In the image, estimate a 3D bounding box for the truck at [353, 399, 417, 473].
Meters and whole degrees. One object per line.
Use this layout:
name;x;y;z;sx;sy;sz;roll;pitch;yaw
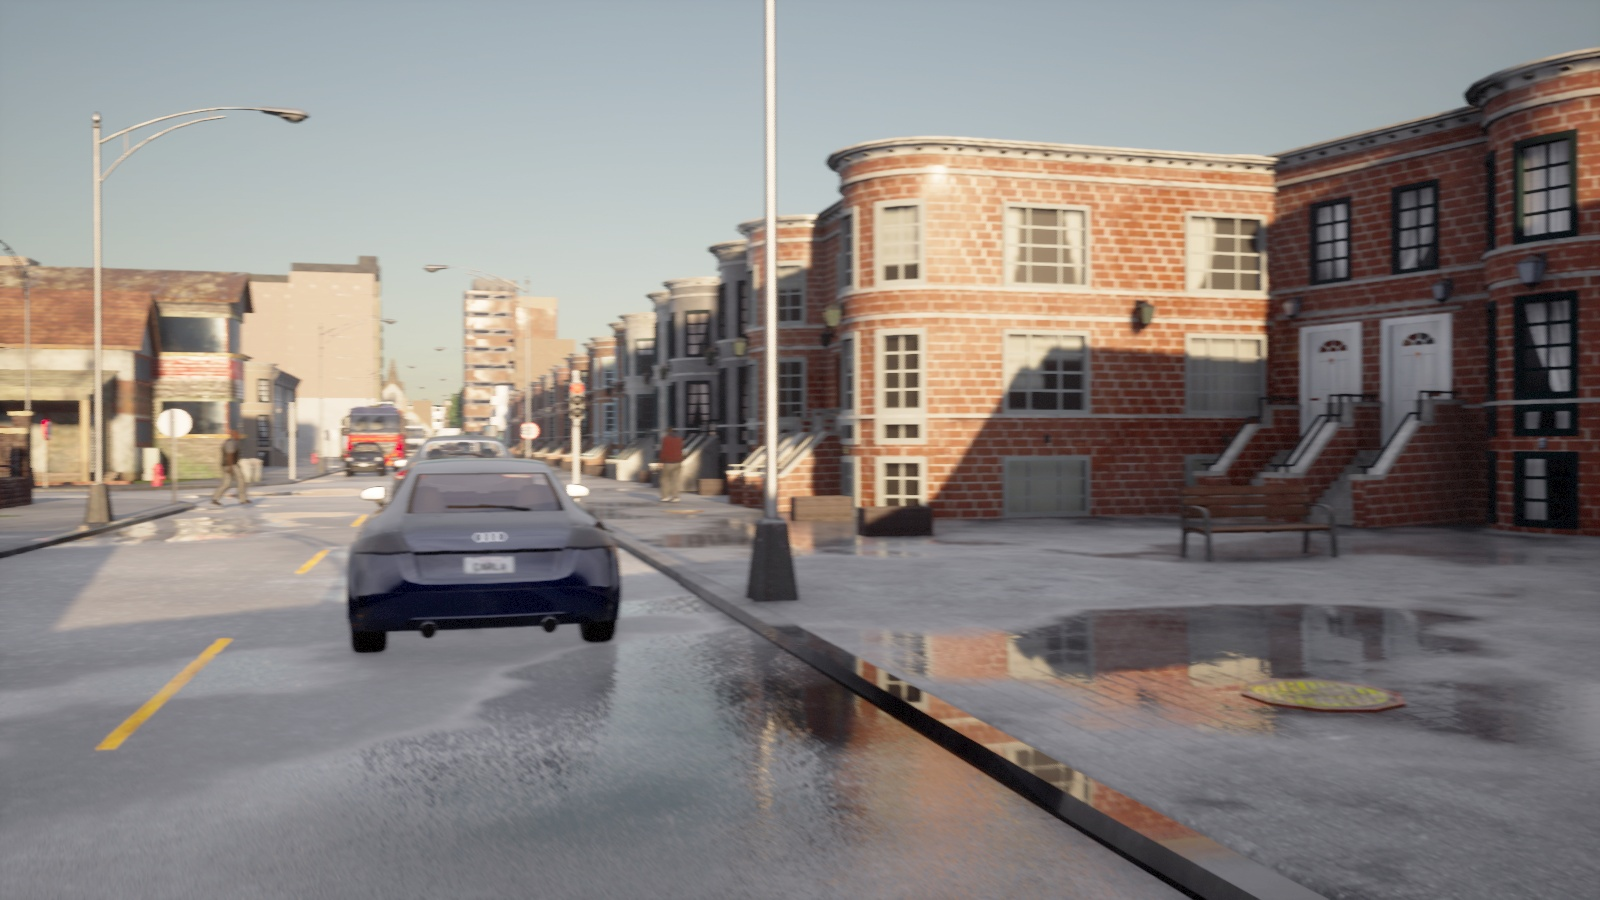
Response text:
truck;-22.911;-0.758;69.661;2.891;3.827;8.468;0;0;-15

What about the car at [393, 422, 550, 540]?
car;-5.294;0.422;20.248;2.152;1.651;5.027;0;0;-15

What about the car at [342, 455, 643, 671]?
car;-2.640;0.756;10.583;1.994;1.385;4.181;0;0;-16

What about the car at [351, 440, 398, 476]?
car;-20.190;0.354;59.688;1.851;1.617;3.988;0;0;-15

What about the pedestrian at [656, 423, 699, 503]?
pedestrian;-2.865;0.298;29.303;0.634;1.844;0.899;0;0;-35

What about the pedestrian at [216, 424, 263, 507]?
pedestrian;-12.947;0.344;29.016;0.849;1.883;0.563;0;0;-40
